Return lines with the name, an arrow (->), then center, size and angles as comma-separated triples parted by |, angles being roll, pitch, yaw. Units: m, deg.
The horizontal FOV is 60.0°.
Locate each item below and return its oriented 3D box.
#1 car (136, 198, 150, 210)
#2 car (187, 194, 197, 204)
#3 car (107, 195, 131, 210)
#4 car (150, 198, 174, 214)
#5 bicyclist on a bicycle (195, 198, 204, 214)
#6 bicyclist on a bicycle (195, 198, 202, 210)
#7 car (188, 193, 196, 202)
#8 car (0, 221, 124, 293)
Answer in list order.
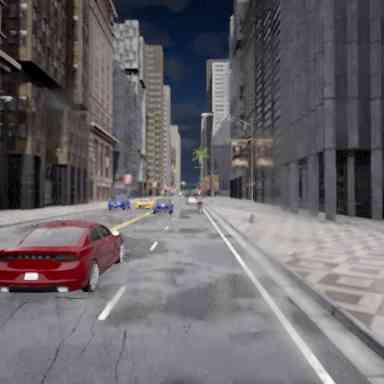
car -> -6.570, 1.652, 46.228 | 1.882, 1.535, 5.008 | 0, -1, 0
car -> -0.011, 1.750, 71.555 | 1.812, 1.442, 4.674 | 0, 0, 0
car -> -9.820, 1.393, 45.232 | 2.150, 2.045, 5.566 | 0, 0, 0
car -> -3.155, 1.498, 37.999 | 2.097, 1.767, 4.553 | 0, 0, 0
bicyclist on a bicycle -> 0.889, 1.505, 34.789 | 0.659, 1.776, 1.843 | 0, 0, 0
bicyclist on a bicycle -> 0.889, 1.605, 44.039 | 0.866, 1.612, 1.509 | 0, -1, -1
car -> -0.013, 1.418, 87.926 | 2.150, 2.045, 5.566 | 0, 0, 0
car -> -3.152, 1.515, 8.997 | 1.882, 1.535, 5.008 | 0, 0, 0
